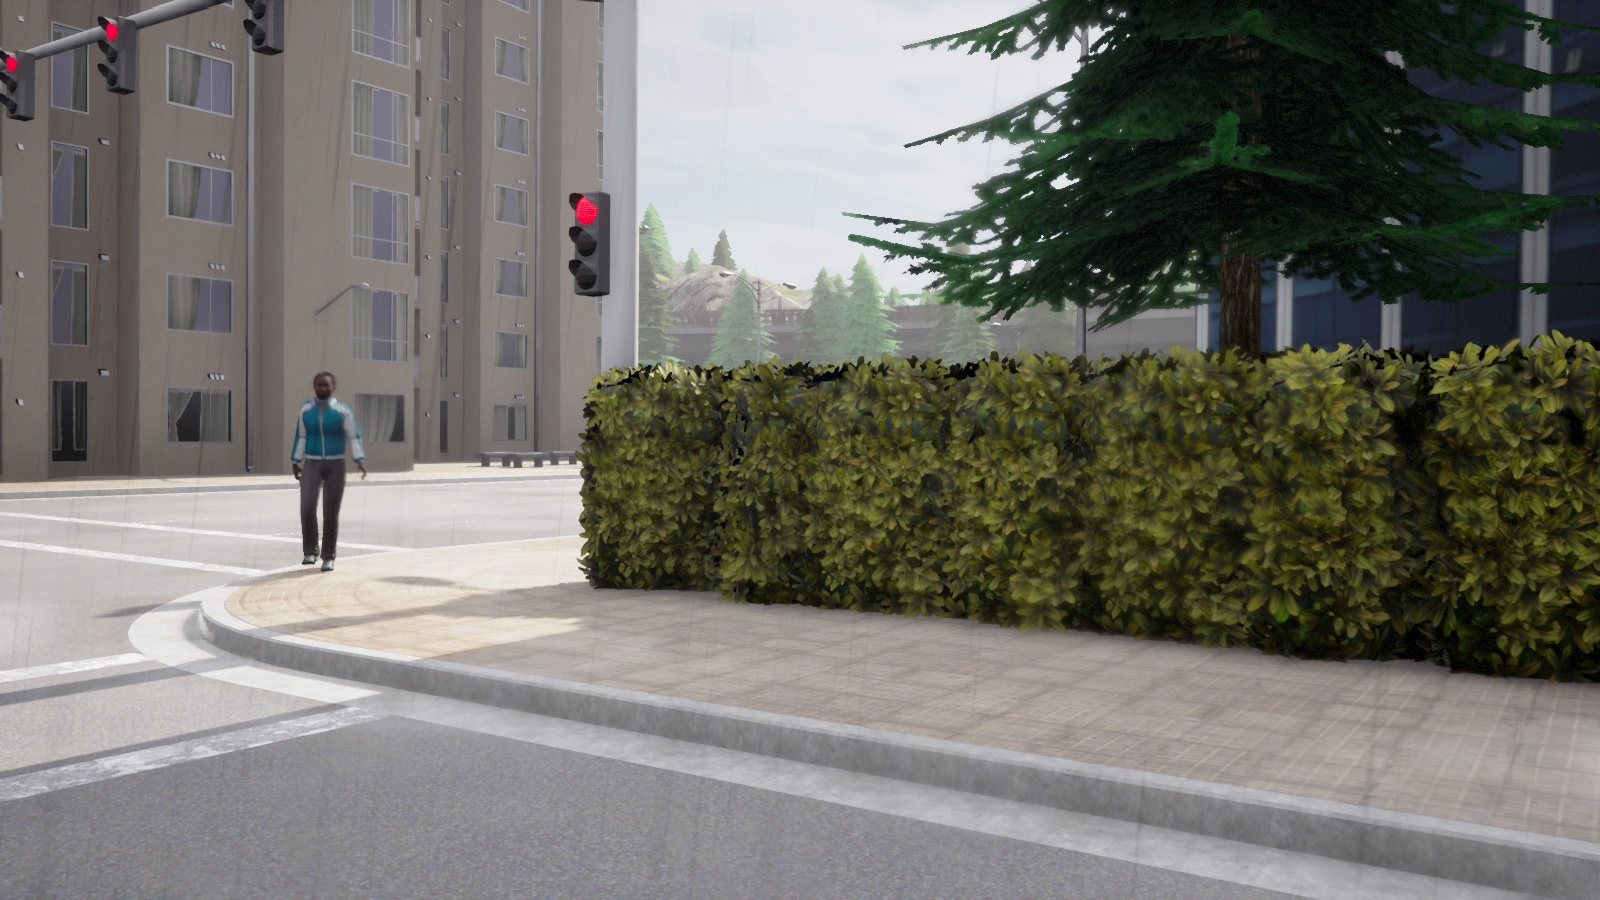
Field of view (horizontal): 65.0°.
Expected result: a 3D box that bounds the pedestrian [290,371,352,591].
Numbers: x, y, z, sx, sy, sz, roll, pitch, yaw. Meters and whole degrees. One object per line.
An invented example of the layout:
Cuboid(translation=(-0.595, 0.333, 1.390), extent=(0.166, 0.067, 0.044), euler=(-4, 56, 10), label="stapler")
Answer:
Cuboid(translation=(-4.335, 0.269, 11.395), extent=(0.396, 1.930, 0.692), euler=(-1, 1, -11), label="pedestrian")
